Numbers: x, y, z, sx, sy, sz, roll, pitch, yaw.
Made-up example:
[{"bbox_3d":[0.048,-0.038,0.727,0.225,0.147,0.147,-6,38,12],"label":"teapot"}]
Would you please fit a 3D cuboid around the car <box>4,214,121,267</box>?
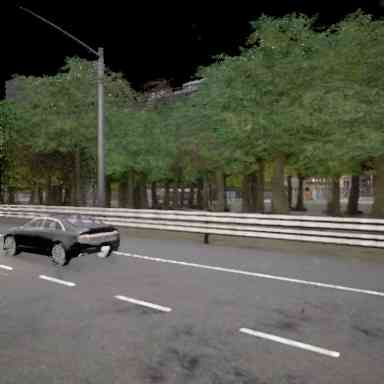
[{"bbox_3d":[-4.584,1.505,11.440,4.902,1.511,2.128,0,0,36],"label":"car"}]
